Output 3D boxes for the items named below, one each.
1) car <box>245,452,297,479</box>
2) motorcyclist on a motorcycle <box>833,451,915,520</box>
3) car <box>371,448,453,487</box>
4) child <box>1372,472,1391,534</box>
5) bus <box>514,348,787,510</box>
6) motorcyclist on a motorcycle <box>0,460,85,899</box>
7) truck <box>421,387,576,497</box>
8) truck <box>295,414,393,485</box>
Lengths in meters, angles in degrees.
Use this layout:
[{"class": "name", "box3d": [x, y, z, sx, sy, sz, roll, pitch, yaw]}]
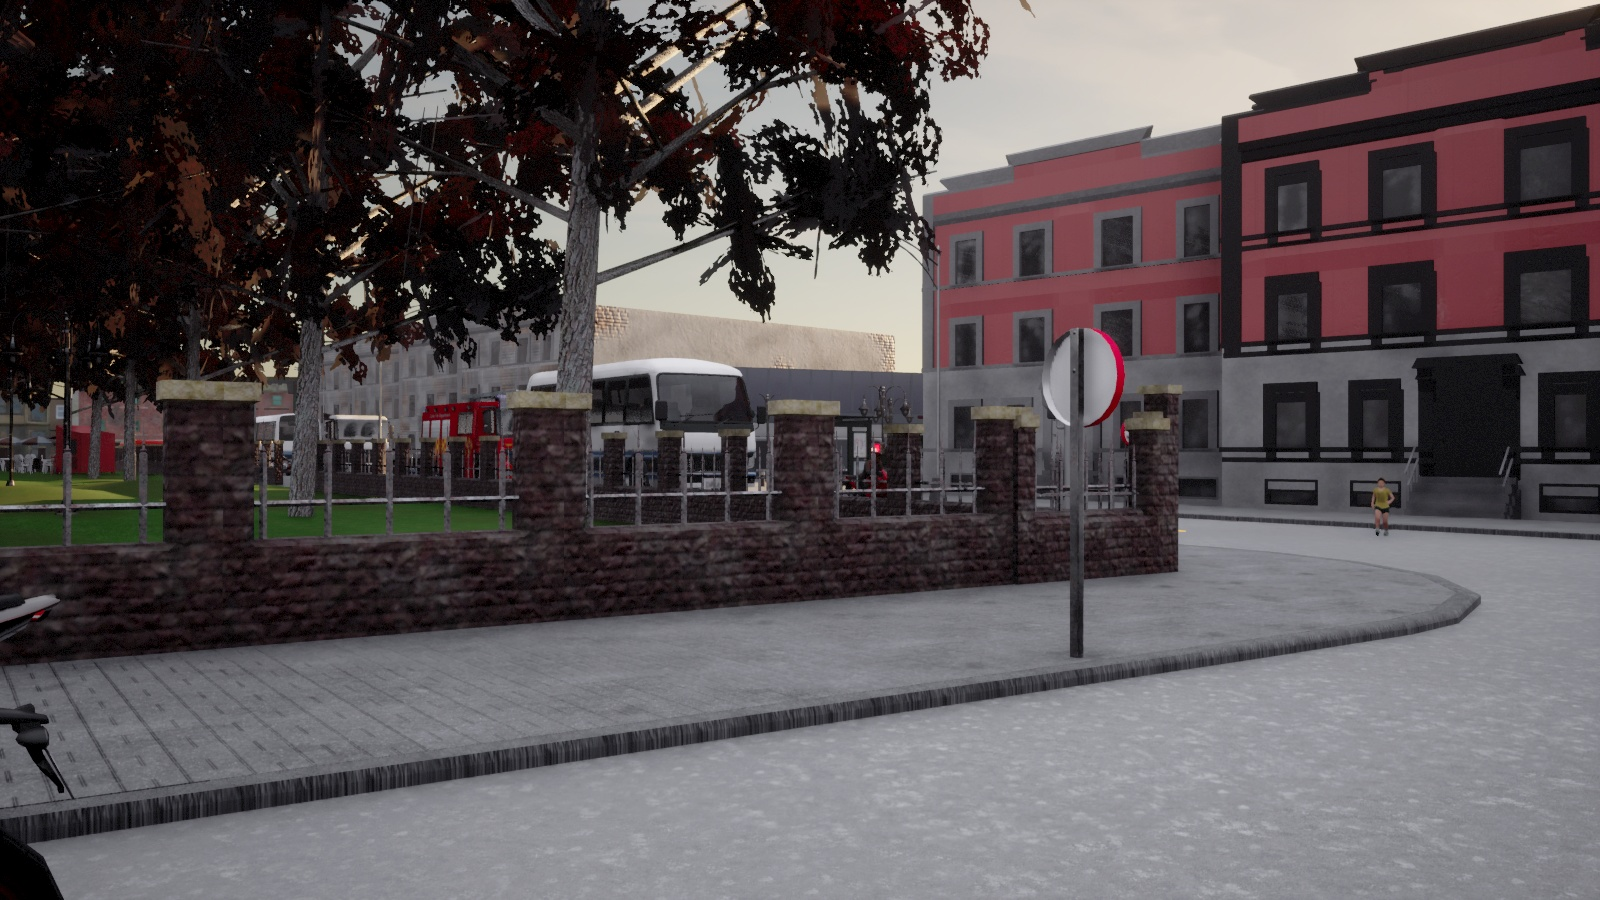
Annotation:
[{"class": "car", "box3d": [-33.411, 0.939, 79.190, 2.033, 1.649, 4.856, 0, 0, -35]}, {"class": "motorcyclist on a motorcycle", "box3d": [1.688, 0.794, 28.856, 0.797, 1.523, 2.044, 0, 0, -35]}, {"class": "car", "box3d": [-17.433, 0.764, 56.298, 2.242, 1.667, 4.611, 0, 0, -35]}, {"class": "child", "box3d": [10.470, 0.947, 22.612, 0.255, 1.110, 0.394, 0, 0, 32]}, {"class": "bus", "box3d": [-4.915, -0.527, 38.321, 3.944, 4.253, 10.273, 0, 0, -34]}, {"class": "motorcyclist on a motorcycle", "box3d": [-2.687, 0.791, 2.423, 2.191, 1.530, 0.866, 0, 0, -36]}, {"class": "truck", "box3d": [-11.704, -0.277, 48.073, 2.891, 3.827, 8.468, 0, 0, -35]}, {"class": "truck", "box3d": [-23.914, -0.026, 65.594, 2.891, 3.462, 7.936, 0, 0, -35]}]
